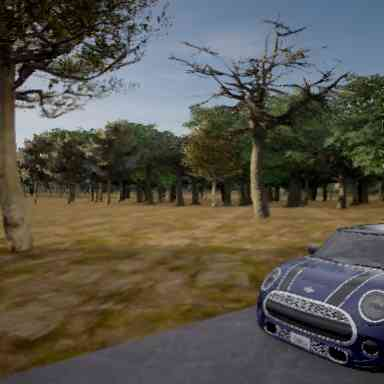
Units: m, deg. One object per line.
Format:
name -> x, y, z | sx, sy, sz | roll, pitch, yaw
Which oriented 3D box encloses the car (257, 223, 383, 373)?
car -> 3.231, 1.385, 5.771 | 4.553, 1.767, 2.097 | 0, 0, -37
